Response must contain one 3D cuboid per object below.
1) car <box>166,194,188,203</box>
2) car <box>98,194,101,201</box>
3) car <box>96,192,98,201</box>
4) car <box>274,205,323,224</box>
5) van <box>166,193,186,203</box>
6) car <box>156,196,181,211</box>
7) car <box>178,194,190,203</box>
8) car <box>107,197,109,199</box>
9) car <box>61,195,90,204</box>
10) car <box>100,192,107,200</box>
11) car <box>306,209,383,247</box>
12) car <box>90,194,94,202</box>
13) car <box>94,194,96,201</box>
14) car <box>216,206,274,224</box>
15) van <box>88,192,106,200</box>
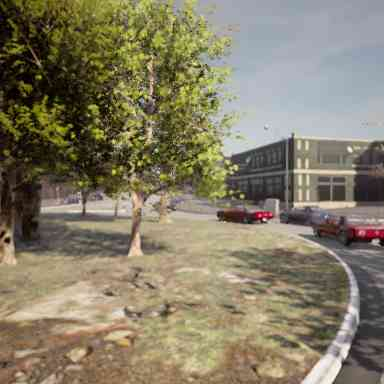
[{"bbox_3d":[-3.159,1.413,70.007,4.553,1.767,2.185,0,0,-5],"label":"car"},{"bbox_3d":[-23.918,1.423,75.689,4.892,1.521,2.231,0,0,-5],"label":"car"},{"bbox_3d":[-23.643,1.318,72.940,4.553,1.767,2.185,0,0,-5],"label":"car"},{"bbox_3d":[8.258,1.660,24.151,1.994,1.385,4.181,0,0,-23],"label":"car"},{"bbox_3d":[-3.554,1.295,72.891,4.442,1.987,1.878,0,0,-5],"label":"van"},{"bbox_3d":[-3.416,1.625,42.742,2.128,1.511,4.902,0,0,-17],"label":"car"},{"bbox_3d":[-2.758,1.591,64.587,4.792,1.488,2.163,0,0,-5],"label":"car"},{"bbox_3d":[-24.438,1.343,83.946,5.366,1.575,1.946,0,1,-5],"label":"car"},{"bbox_3d":[-22.932,1.370,64.695,4.553,1.767,2.185,0,0,-5],"label":"car"},{"bbox_3d":[-24.413,1.120,81.178,5.566,2.045,2.435,0,1,-5],"label":"car"},{"bbox_3d":[7.273,1.675,15.481,1.895,1.301,4.718,0,0,-2],"label":"car"},{"bbox_3d":[-23.206,1.481,67.444,5.008,1.535,2.097,0,0,-5],"label":"car"},{"bbox_3d":[-23.435,1.503,70.191,4.674,1.452,2.002,0,0,-5],"label":"car"},{"bbox_3d":[3.956,1.705,25.646,1.895,1.301,4.718,0,0,-35],"label":"car"},{"bbox_3d":[-24.742,1.095,86.685,4.442,1.987,1.878,0,1,-5],"label":"van"}]
